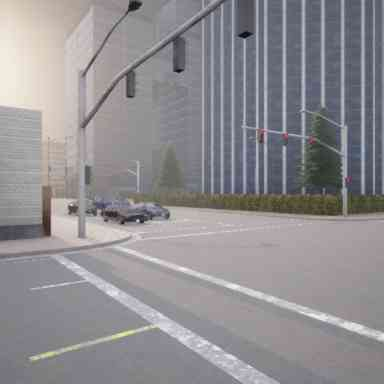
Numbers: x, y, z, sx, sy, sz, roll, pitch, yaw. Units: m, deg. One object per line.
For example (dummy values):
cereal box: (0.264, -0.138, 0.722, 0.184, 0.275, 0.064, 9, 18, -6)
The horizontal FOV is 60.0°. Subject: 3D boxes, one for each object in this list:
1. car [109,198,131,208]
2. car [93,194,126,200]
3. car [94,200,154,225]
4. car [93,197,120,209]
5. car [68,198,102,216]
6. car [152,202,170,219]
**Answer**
car: (-11.270, 1.619, 51.878, 1.994, 1.385, 4.181, 0, 0, -36)
car: (-9.368, 1.277, 36.922, 2.150, 2.045, 5.566, 0, 0, -36)
car: (-5.299, 1.603, 25.237, 2.033, 1.411, 5.357, 0, 0, -36)
car: (-12.198, 1.547, 47.172, 2.128, 1.511, 4.902, 0, 0, -36)
car: (-10.970, 1.560, 33.146, 1.837, 1.490, 4.892, 0, 0, -36)
car: (-3.705, 1.581, 29.051, 1.812, 1.442, 4.674, 0, 0, -36)
